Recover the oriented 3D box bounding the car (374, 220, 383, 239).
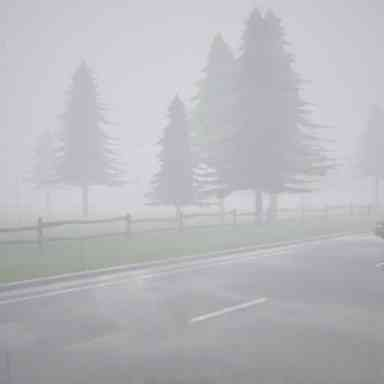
[{"bbox_3d":[11.109,1.637,16.601,5.357,1.411,2.033,0,-1,-37],"label":"car"}]
